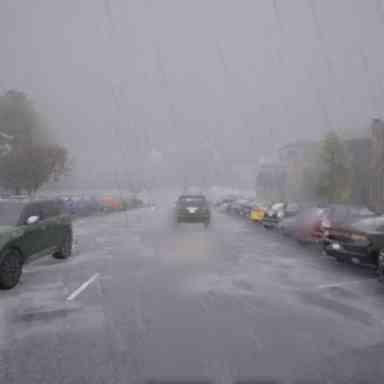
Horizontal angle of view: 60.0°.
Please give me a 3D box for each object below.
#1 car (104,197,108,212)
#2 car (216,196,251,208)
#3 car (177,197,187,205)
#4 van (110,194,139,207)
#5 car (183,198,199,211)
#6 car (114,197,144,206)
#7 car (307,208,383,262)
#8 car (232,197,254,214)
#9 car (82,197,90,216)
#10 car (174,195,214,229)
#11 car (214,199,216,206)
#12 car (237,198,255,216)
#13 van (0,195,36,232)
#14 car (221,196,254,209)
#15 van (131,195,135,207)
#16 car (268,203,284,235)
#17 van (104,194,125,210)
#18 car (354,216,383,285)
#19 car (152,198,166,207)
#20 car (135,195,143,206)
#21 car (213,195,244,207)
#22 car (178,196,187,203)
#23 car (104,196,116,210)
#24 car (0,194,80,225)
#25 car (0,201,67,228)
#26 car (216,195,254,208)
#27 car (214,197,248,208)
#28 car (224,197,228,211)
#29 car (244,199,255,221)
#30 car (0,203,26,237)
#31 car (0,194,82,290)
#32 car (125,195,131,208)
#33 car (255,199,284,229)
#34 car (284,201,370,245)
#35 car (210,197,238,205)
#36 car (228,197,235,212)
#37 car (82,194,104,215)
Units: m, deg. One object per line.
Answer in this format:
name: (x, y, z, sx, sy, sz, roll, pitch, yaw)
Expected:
car: (-11.515, 1.564, 34.348, 4.792, 1.488, 2.163, -1, 0, -20)
car: (6.003, 1.432, 48.412, 4.553, 1.767, 2.185, 1, -1, -21)
car: (-1.854, 1.667, 61.717, 1.837, 1.490, 4.892, 0, 0, -1)
van: (-11.271, 1.418, 55.340, 4.442, 1.987, 1.878, -1, 0, -19)
car: (-0.113, 1.567, 41.993, 1.837, 1.490, 4.892, 0, 0, 1)
car: (-11.098, 1.658, 58.377, 5.008, 1.535, 2.097, -1, 0, -19)
car: (6.383, 1.411, 10.238, 5.008, 1.535, 2.097, 1, 0, -20)
car: (6.270, 1.460, 27.846, 4.892, 1.521, 2.231, 1, -1, -21)
car: (-11.516, 1.504, 28.330, 4.892, 1.521, 2.231, -1, 0, -20)
car: (0.006, 1.184, 21.493, 2.150, 2.045, 5.566, 0, 0, 0)
car: (6.082, 1.544, 45.468, 5.008, 1.535, 2.097, 1, 0, -21)
car: (6.292, 1.445, 24.914, 4.892, 1.521, 2.231, 1, -1, -20)
van: (-11.583, 1.233, 19.293, 4.442, 1.987, 1.878, -1, 0, -20)
car: (6.194, 1.501, 36.653, 5.008, 1.535, 2.097, 1, 0, -21)
van: (-11.163, 1.385, 49.426, 4.442, 1.987, 1.878, -1, -1, -19)
car: (6.365, 1.450, 16.102, 4.674, 1.452, 2.002, 1, 0, -20)
van: (-11.488, 1.356, 43.337, 4.442, 1.987, 1.878, -1, 0, -19)
car: (6.407, 1.422, 7.307, 5.008, 1.535, 2.097, 1, 0, -20)
car: (-5.204, 1.648, 52.879, 1.812, 1.442, 4.674, 0, -1, 0)
car: (-11.191, 1.376, 52.397, 5.566, 2.045, 2.435, -1, -1, -19)
car: (5.914, 1.461, 54.311, 4.553, 1.767, 2.185, 1, -1, -21)
car: (-2.040, 1.569, 71.183, 1.812, 1.442, 4.674, 0, 1, -1)
car: (-11.469, 1.551, 37.369, 4.892, 1.521, 2.231, -1, -1, -19)
car: (-11.539, 1.236, 25.316, 5.566, 2.045, 2.435, -1, 0, -20)
car: (-11.318, 1.466, 22.397, 5.366, 1.575, 1.946, -1, -1, -20)
car: (5.977, 1.510, 39.523, 5.366, 1.575, 1.946, 1, 0, -21)
car: (6.014, 1.602, 51.380, 4.792, 1.488, 2.163, 1, -1, -21)
car: (6.190, 1.516, 33.707, 4.792, 1.488, 2.163, 1, 0, -21)
car: (6.317, 1.430, 21.976, 5.008, 1.535, 2.097, 1, -1, -20)
car: (-11.278, 1.442, 16.404, 5.366, 1.575, 1.946, -1, 0, -20)
car: (-5.125, 1.167, 9.246, 2.150, 2.045, 5.566, 0, 0, 0)
car: (-11.295, 1.470, 46.390, 4.553, 1.767, 2.185, -1, 0, -19)
car: (6.315, 1.293, 19.035, 4.553, 1.767, 2.185, 1, 0, -20)
car: (6.348, 1.282, 13.169, 4.553, 1.767, 2.185, 1, 0, -20)
car: (5.848, 1.655, 60.217, 4.674, 1.452, 2.002, 1, 0, -21)
car: (6.256, 1.473, 30.781, 5.008, 1.535, 2.097, 1, 0, -21)
car: (-11.540, 1.267, 31.334, 5.566, 2.045, 2.435, -1, 0, -20)
